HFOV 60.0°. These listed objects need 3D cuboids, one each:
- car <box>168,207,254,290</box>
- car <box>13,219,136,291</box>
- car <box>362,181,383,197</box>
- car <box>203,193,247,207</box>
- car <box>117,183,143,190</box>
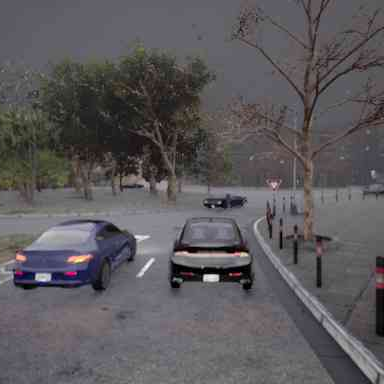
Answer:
[{"bbox_3d":[0.500,1.414,8.901,2.128,1.511,4.902,0,1,3],"label":"car"},{"bbox_3d":[-2.758,1.444,8.715,1.812,1.442,4.674,0,1,3],"label":"car"},{"bbox_3d":[24.630,-0.265,43.484,4.902,1.511,2.128,-1,3,-22],"label":"car"},{"bbox_3d":[2.929,0.744,28.324,1.895,1.301,4.718,2,4,34],"label":"car"},{"bbox_3d":[-11.687,-1.131,62.573,4.718,1.301,1.895,0,3,4],"label":"car"}]
